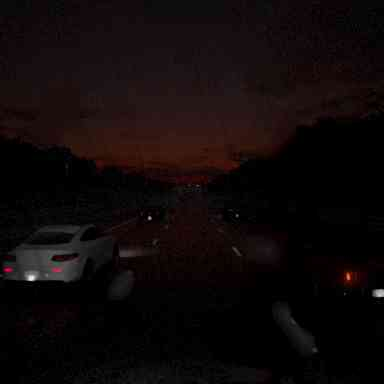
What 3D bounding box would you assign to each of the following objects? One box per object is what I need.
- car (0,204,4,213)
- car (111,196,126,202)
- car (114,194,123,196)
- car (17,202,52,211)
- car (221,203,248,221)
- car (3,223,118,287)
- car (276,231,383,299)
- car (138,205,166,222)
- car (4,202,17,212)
[{"bbox_3d":[-14.087,1.359,19.891,2.150,2.045,5.566,0,0,0],"label":"car"},{"bbox_3d":[-13.961,2.055,64.852,2.033,1.411,5.357,0,0,0],"label":"car"},{"bbox_3d":[-17.448,1.459,78.469,2.150,2.045,5.566,0,0,0],"label":"car"},{"bbox_3d":[-17.565,1.846,37.861,1.994,1.385,4.181,0,0,0],"label":"car"},{"bbox_3d":[3.619,1.701,28.935,2.128,1.511,4.902,0,0,0],"label":"car"},{"bbox_3d":[-3.394,1.589,9.361,1.812,1.442,4.674,0,0,0],"label":"car"},{"bbox_3d":[3.605,1.659,8.584,1.895,1.301,4.718,0,0,0],"label":"car"},{"bbox_3d":[-3.381,1.810,28.944,1.895,1.301,4.718,0,0,0],"label":"car"},{"bbox_3d":[-21.065,1.840,39.129,2.033,1.411,5.357,0,-1,0],"label":"car"}]
